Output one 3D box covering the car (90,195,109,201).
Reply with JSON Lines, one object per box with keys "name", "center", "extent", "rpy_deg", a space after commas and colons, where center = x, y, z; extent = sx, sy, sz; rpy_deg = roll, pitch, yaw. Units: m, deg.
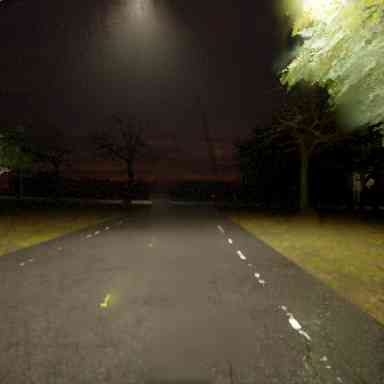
{"name": "car", "center": [-25.442, 1.656, 91.755], "extent": [5.008, 1.535, 1.882], "rpy_deg": [2, 0, 0]}
